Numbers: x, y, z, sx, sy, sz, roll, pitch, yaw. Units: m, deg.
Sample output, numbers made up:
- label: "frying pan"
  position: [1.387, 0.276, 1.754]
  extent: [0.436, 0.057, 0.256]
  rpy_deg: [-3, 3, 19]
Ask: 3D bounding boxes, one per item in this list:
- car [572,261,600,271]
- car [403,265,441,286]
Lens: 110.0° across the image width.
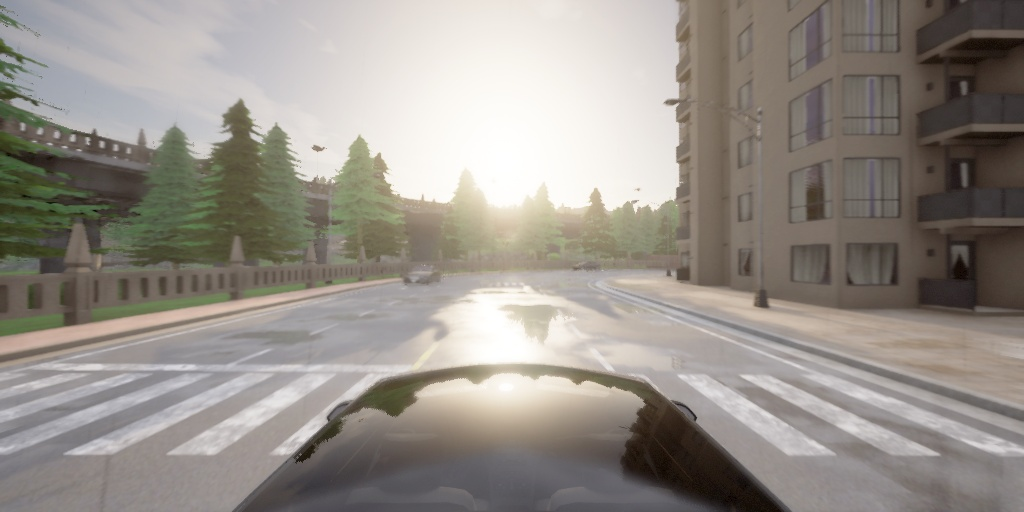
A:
- label: "car"
  position: [11.279, 1.555, 54.573]
  extent: [4.892, 1.490, 1.837]
  rpy_deg: [0, -3, -31]
- label: "car"
  position: [-6.715, 1.431, 27.215]
  extent: [2.128, 1.511, 4.902]
  rpy_deg: [0, 1, 2]
